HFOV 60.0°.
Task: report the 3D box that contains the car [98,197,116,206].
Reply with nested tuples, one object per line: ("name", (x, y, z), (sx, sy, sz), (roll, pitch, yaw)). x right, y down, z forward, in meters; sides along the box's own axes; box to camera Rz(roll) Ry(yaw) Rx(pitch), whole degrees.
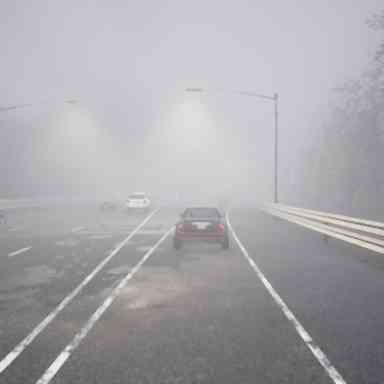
("car", (-13.693, 1.444, 53.686), (1.895, 1.301, 4.718), (0, 0, -3))

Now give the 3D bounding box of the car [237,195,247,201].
("car", (14.071, 1.638, 93.464), (2.097, 1.767, 4.553), (0, 0, 18))

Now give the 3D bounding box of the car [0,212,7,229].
("car", (-11.801, 1.410, 17.832), (1.837, 1.490, 4.892), (0, 0, -3))

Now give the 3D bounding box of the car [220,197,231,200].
("car", (5.886, 1.637, 60.399), (1.837, 1.490, 4.892), (0, -1, 11))

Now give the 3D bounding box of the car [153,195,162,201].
("car", (-8.079, 1.368, 78.276), (2.128, 1.511, 4.902), (0, 0, -3))

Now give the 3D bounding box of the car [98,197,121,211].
("car", (-9.359, 1.416, 37.997), (1.812, 1.442, 4.674), (0, 0, -3))

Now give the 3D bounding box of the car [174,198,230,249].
("car", (0.450, 1.334, 14.663), (2.097, 1.767, 4.553), (0, 0, 3))

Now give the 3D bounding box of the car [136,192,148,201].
("car", (-11.509, 1.049, 76.892), (2.150, 2.045, 5.566), (0, 0, -3))

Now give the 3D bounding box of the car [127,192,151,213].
("car", (-5.759, 1.136, 36.212), (2.150, 2.045, 5.566), (0, 0, -3))
